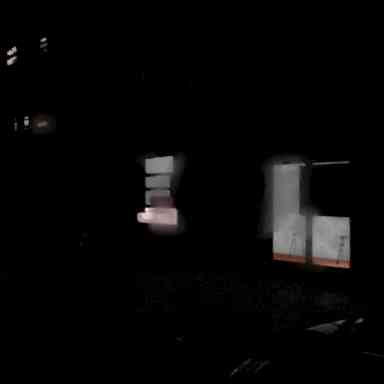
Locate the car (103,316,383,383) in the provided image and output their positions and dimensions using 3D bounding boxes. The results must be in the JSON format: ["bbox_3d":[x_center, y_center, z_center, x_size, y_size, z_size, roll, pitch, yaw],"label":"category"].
[{"bbox_3d":[1.214,1.551,2.011,4.403,1.369,2.008,0,0,35],"label":"car"}]
